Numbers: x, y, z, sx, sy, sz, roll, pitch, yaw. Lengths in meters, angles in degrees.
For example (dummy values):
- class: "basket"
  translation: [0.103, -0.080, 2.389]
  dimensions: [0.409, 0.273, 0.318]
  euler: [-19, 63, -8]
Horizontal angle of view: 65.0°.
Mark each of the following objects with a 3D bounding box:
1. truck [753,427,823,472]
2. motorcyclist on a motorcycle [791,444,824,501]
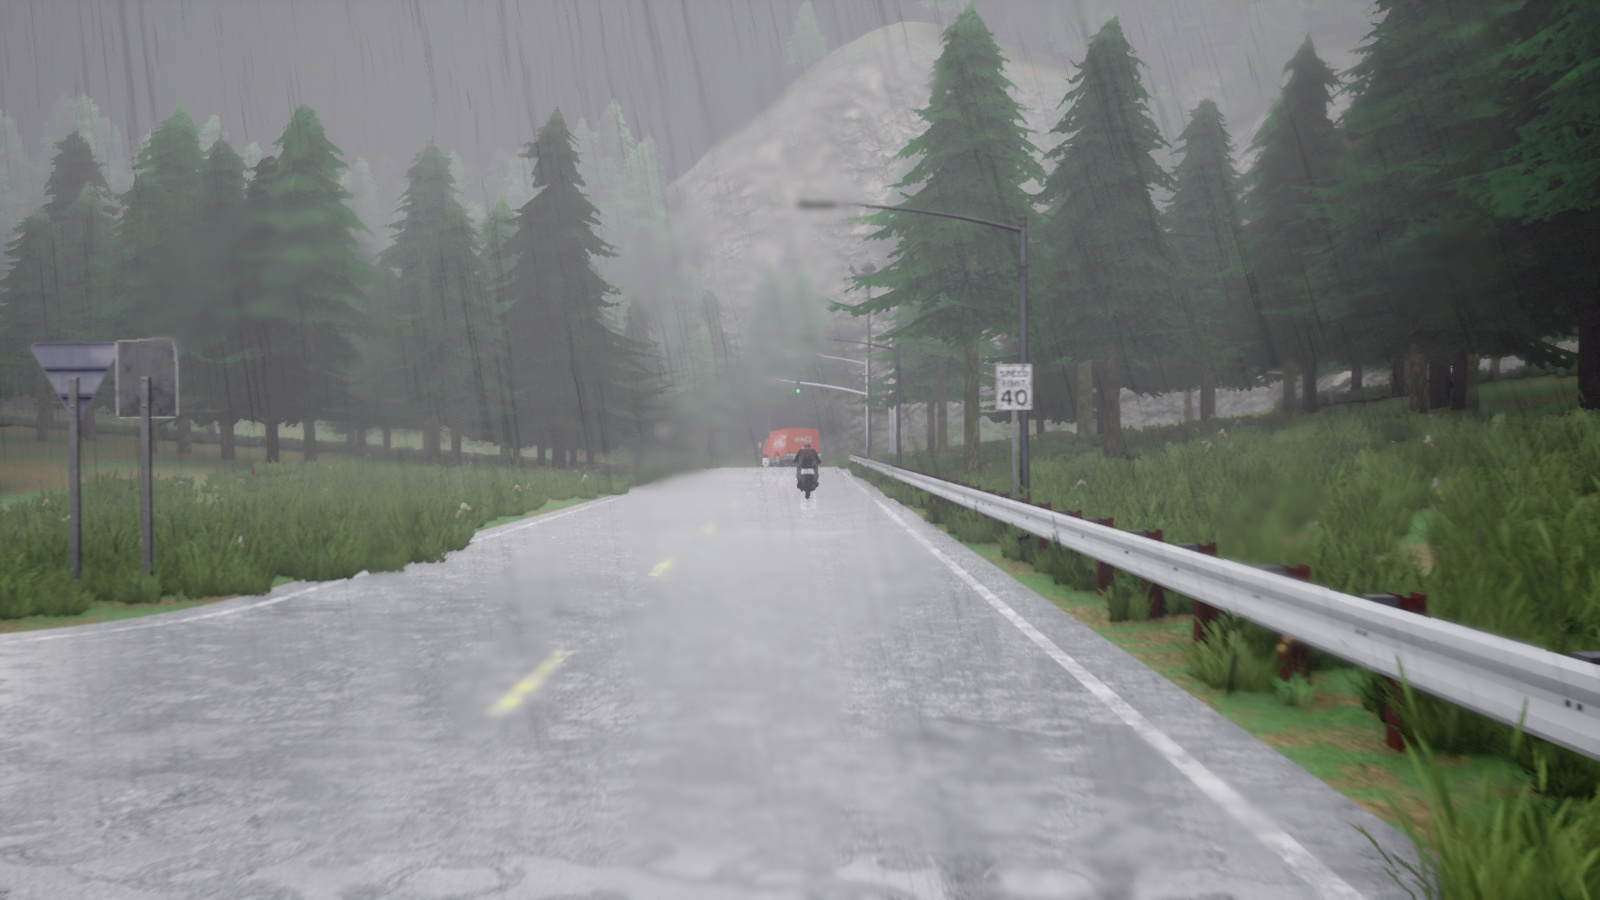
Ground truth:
- class: "truck"
  translation: [-0.827, 0.022, 81.186]
  dimensions: [2.627, 2.467, 5.204]
  euler: [2, -5, -23]
- class: "motorcyclist on a motorcycle"
  translation: [0.209, 0.590, 34.728]
  dimensions: [0.866, 1.530, 2.191]
  euler: [0, 0, 0]
